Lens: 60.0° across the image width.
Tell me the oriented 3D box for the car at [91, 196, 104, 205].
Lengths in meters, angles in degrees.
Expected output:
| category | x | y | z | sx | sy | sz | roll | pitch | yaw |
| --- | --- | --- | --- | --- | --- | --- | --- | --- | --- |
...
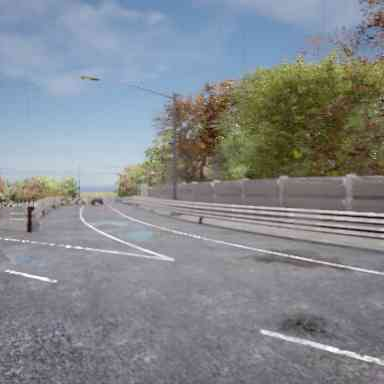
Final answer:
| category | x | y | z | sx | sy | sz | roll | pitch | yaw |
| --- | --- | --- | --- | --- | --- | --- | --- | --- | --- |
| car | -16.387 | 1.549 | 57.431 | 1.837 | 1.490 | 4.892 | 0 | -2 | -15 |
